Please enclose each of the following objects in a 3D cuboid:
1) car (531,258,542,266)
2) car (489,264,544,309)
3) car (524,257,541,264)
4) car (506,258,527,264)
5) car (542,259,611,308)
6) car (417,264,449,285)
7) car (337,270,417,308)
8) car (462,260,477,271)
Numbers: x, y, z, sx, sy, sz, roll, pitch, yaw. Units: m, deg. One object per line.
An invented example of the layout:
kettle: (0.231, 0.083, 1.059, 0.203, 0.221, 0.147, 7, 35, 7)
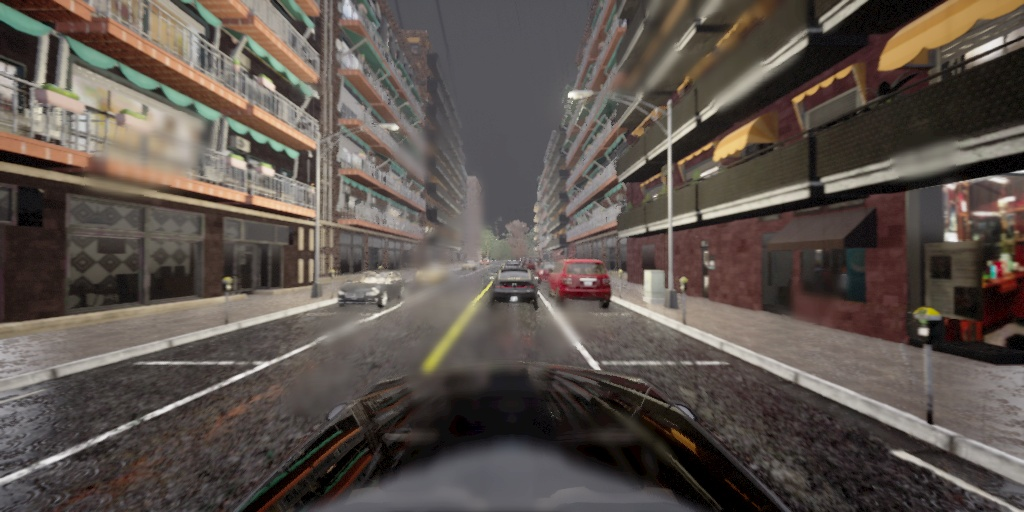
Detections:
car: (2.681, 1.172, 26.212, 1.967, 1.591, 4.097, 0, 0, 0)
car: (0.094, 1.245, 14.946, 1.837, 1.490, 4.892, 0, 0, 0)
car: (2.675, 1.037, 42.916, 2.192, 1.841, 5.009, 0, 0, 0)
car: (0.087, 1.217, 36.618, 2.128, 1.511, 4.902, 0, 0, 0)
car: (2.685, 1.055, 15.076, 2.192, 1.841, 5.009, 0, 0, 0)
car: (-5.700, 1.257, 26.073, 1.751, 1.417, 4.829, 0, 0, 0)
car: (-5.695, 1.290, 15.106, 2.007, 1.370, 4.403, 0, 0, 0)
car: (-5.708, 1.244, 48.343, 1.751, 1.417, 4.829, 0, 0, 0)
